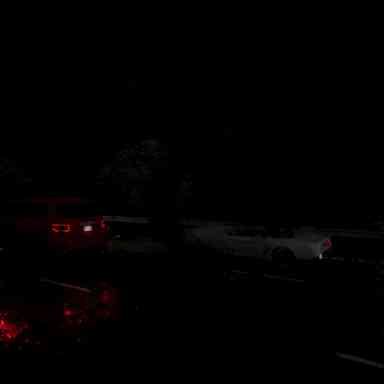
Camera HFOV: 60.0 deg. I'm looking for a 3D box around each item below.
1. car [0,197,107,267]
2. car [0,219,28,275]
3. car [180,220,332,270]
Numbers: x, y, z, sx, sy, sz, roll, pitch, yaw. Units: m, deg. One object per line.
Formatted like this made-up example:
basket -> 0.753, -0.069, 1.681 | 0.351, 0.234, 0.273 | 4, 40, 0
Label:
car -> -5.469, 1.209, 11.633 | 5.566, 2.045, 2.150 | 0, 0, 32
car -> -6.521, 1.485, 8.142 | 4.902, 1.511, 2.128 | 0, 0, 32
car -> 1.952, 1.584, 11.007 | 4.718, 1.301, 1.895 | 0, 0, 34
